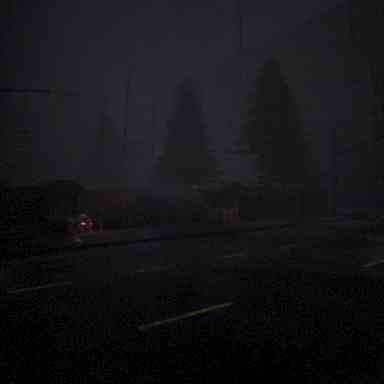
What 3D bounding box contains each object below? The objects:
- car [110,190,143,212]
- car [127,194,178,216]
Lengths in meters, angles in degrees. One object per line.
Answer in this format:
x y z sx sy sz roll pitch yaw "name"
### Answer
-5.281 1.052 32.984 4.605 1.855 1.932 -1 0 -36 "car"
-3.216 1.225 28.955 3.988 1.617 1.851 -1 0 -36 "car"
